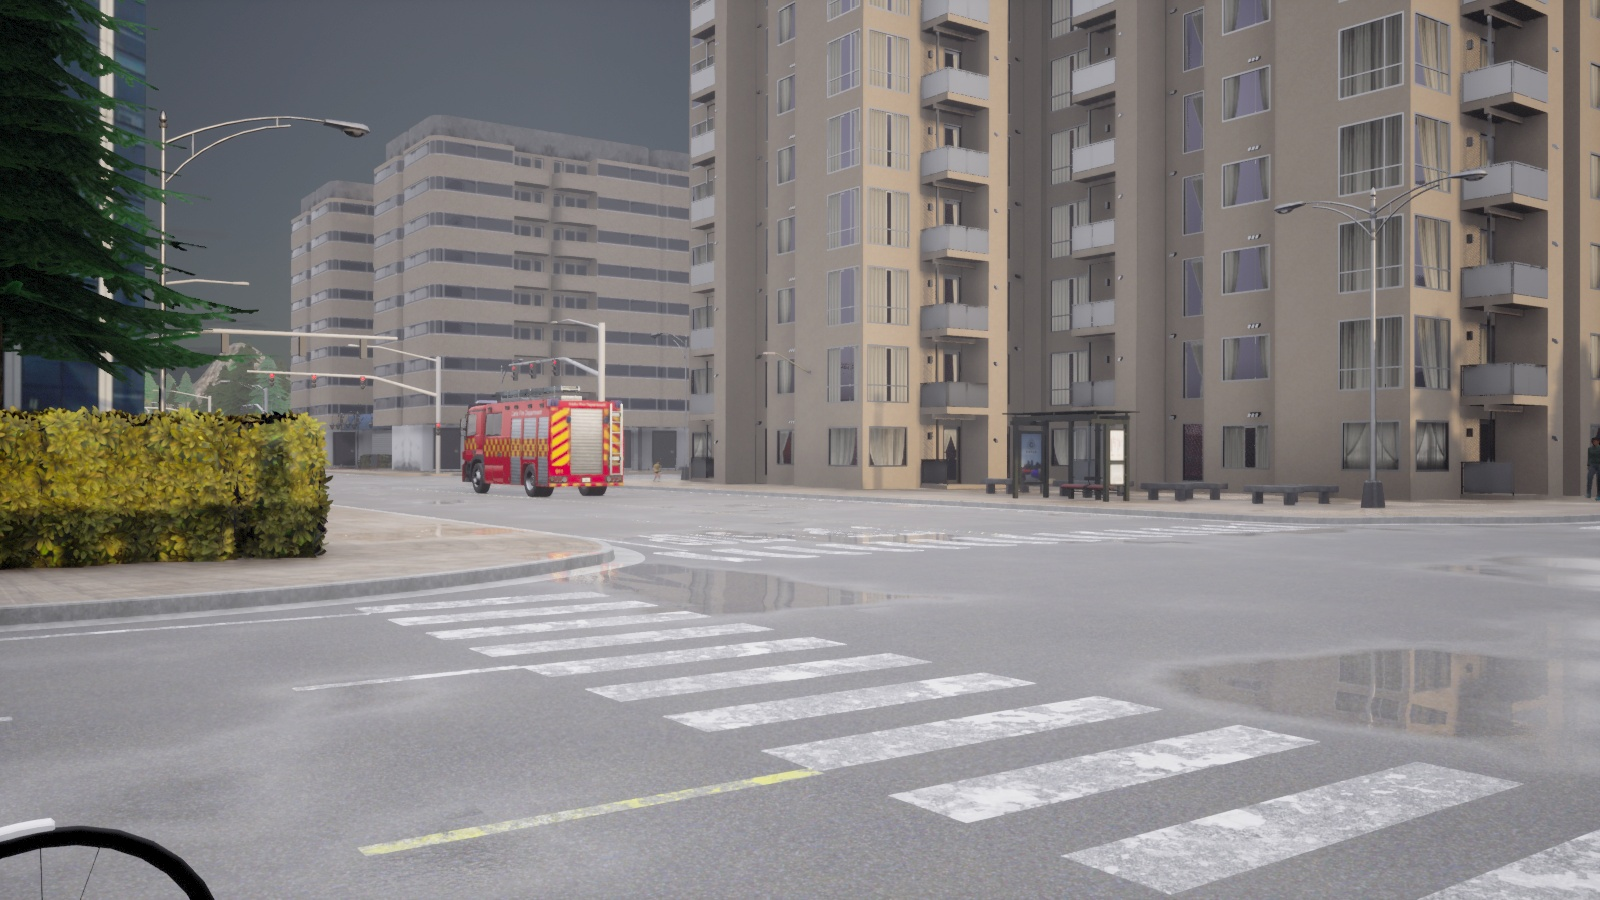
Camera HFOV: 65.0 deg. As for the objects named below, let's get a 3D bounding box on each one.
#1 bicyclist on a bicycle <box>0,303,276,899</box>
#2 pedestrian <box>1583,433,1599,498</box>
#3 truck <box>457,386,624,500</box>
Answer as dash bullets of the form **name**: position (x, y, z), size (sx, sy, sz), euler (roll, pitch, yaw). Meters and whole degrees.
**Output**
- **bicyclist on a bicycle**: position (-2.003, 0.625, 2.277), size (1.843, 1.776, 0.659), euler (0, 0, -35)
- **pedestrian**: position (22.720, 0.438, 35.898), size (0.614, 1.847, 0.353), euler (0, 0, -34)
- **truck**: position (-9.774, -0.230, 46.430), size (2.891, 3.827, 8.468), euler (0, 0, -35)
